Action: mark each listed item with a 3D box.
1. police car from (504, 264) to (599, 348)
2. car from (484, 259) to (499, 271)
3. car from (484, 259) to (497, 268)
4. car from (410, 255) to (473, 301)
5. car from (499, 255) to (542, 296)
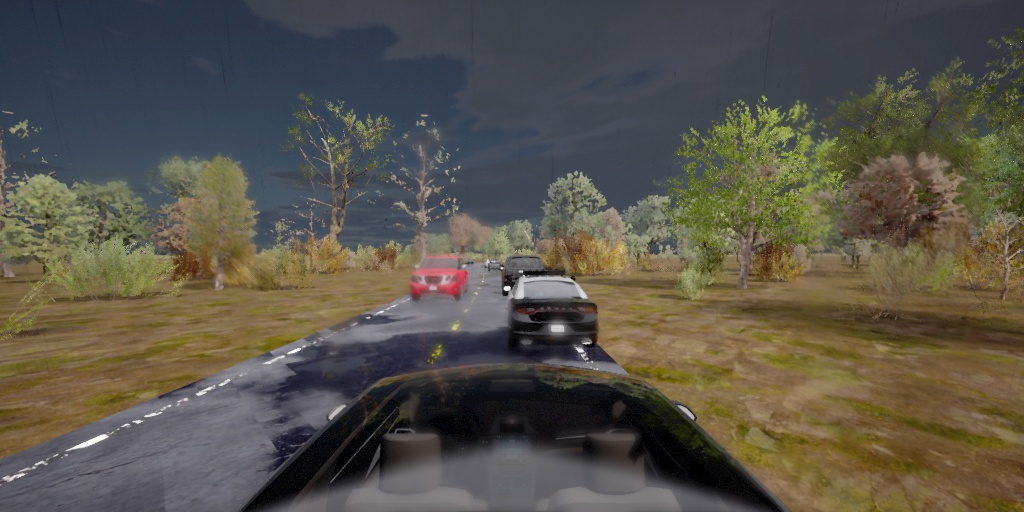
[{"bbox_3d":[0.820,1.174,9.399,1.930,1.638,5.238,0,0,-1],"label":"police car"},{"bbox_3d":[-2.314,1.240,48.050,2.128,1.511,4.902,0,0,-5],"label":"car"},{"bbox_3d":[-3.595,1.278,59.848,1.812,1.442,4.674,0,0,-8],"label":"car"},{"bbox_3d":[-3.351,0.970,17.535,2.150,2.045,5.566,0,0,-2],"label":"car"},{"bbox_3d":[0.531,0.972,19.363,2.150,2.045,5.566,0,0,-2],"label":"car"}]
